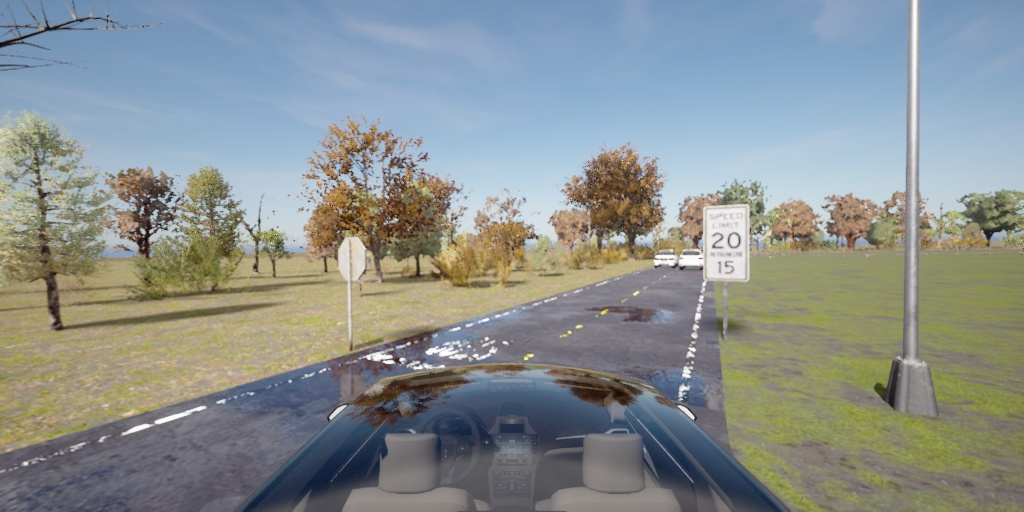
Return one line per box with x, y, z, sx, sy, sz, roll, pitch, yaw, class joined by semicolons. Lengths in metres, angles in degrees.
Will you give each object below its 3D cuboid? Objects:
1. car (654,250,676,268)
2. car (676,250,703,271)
17.878;0.321;41.493;2.150;2.045;5.566;0;1;29;car
18.608;0.381;37.024;2.150;2.045;5.566;0;1;29;car
